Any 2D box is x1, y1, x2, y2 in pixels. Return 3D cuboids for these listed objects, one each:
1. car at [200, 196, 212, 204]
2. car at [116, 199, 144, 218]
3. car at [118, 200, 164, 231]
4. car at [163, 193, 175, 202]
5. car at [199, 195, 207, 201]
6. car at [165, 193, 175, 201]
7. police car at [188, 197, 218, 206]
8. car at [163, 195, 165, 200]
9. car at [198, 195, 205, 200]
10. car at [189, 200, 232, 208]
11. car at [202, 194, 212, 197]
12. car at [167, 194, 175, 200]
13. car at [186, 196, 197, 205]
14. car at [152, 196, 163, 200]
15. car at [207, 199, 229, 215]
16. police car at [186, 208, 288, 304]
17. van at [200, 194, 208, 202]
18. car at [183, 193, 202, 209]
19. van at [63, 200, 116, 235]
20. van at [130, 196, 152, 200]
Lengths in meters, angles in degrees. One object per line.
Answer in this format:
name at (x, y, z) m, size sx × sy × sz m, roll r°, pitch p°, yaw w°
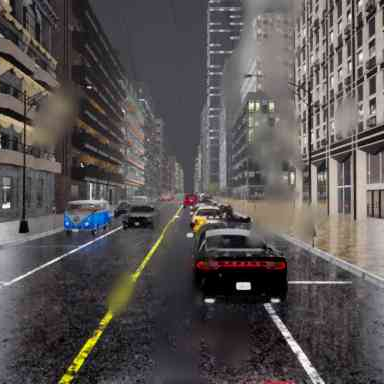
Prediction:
car at (2.654, 1.517, 63.816) m, size 2.008 × 1.369 × 4.403 m, roll 1°, pitch 0°, yaw 0°
car at (-5.700, 1.564, 29.738) m, size 1.947 × 1.339 × 4.313 m, roll 1°, pitch 0°, yaw 0°
car at (-3.018, 1.478, 20.791) m, size 1.882 × 1.535 × 5.008 m, roll 0°, pitch 0°, yaw 0°
car at (-5.730, 1.266, 75.327) m, size 2.192 × 1.841 × 5.009 m, roll 1°, pitch 0°, yaw 0°
car at (2.617, 1.509, 80.910) m, size 1.947 × 1.339 × 4.313 m, roll 1°, pitch 0°, yaw 0°
car at (-5.739, 1.248, 86.723) m, size 2.192 × 1.841 × 5.009 m, roll 1°, pitch 0°, yaw 0°
police car at (0.880, 1.425, 24.360) m, size 1.930 × 1.638 × 5.238 m, roll 0°, pitch 0°, yaw 0°
car at (-5.718, 1.562, 52.530) m, size 1.802 × 1.307 × 4.206 m, roll 1°, pitch 0°, yaw 0°
car at (2.598, 1.506, 92.305) m, size 1.802 × 1.307 × 4.206 m, roll 1°, pitch 0°, yaw 0°
car at (0.884, 1.456, 18.439) m, size 1.801 × 1.575 × 5.366 m, roll 0°, pitch 0°, yaw 0°
car at (2.663, 1.289, 58.118) m, size 2.192 × 1.841 × 5.009 m, roll 1°, pitch 0°, yaw 0°
car at (-5.746, 1.364, 92.423) m, size 1.967 × 1.590 × 4.097 m, roll 1°, pitch 0°, yaw 0°
car at (-0.047, 1.478, 58.699) m, size 1.837 × 1.490 × 4.892 m, roll 0°, pitch 0°, yaw 0°
car at (-5.713, 1.537, 46.833) m, size 2.008 × 1.369 × 4.403 m, roll 1°, pitch 0°, yaw 0°
car at (2.676, 1.546, 35.325) m, size 2.008 × 1.369 × 4.403 m, roll 1°, pitch 0°, yaw 0°
police car at (0.892, 1.427, 8.357) m, size 1.930 × 1.638 × 5.238 m, roll 0°, pitch 0°, yaw 0°
van at (2.659, 1.292, 75.212) m, size 1.690 × 1.788 × 3.998 m, roll 1°, pitch 0°, yaw 0°
car at (-0.027, 1.209, 45.669) m, size 2.150 × 2.045 × 5.566 m, roll 0°, pitch 0°, yaw 1°
van at (-5.687, 1.342, 18.337) m, size 1.690 × 1.788 × 3.998 m, roll 1°, pitch 0°, yaw 0°
van at (-5.700, 1.337, 35.436) m, size 1.690 × 1.788 × 3.998 m, roll 1°, pitch 0°, yaw 0°
